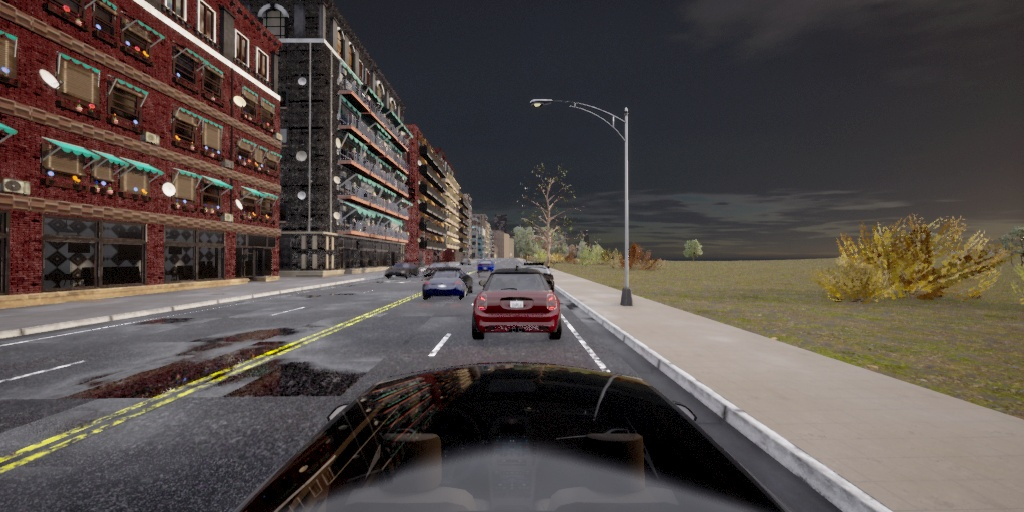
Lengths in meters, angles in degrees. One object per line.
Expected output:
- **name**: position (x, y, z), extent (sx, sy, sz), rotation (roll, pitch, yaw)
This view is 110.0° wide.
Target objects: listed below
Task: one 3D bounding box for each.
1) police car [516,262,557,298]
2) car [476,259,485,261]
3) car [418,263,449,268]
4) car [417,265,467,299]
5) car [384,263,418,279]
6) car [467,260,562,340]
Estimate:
- **police car**: position (1.177, 1.177, 19.666), extent (1.930, 1.638, 5.238), rotation (0, 0, 0)
- **car**: position (-3.054, 1.229, 43.380), extent (1.882, 1.535, 5.008), rotation (0, 0, 0)
- **car**: position (-6.532, 1.299, 32.306), extent (2.033, 1.411, 5.357), rotation (0, 0, 0)
- **car**: position (-3.114, 1.316, 18.005), extent (1.994, 1.385, 4.181), rotation (0, 0, 0)
- **car**: position (-9.781, 1.299, 32.360), extent (2.033, 1.411, 5.357), rotation (0, 0, 0)
- **car**: position (0.114, 1.103, 10.170), extent (2.097, 1.767, 4.553), rotation (0, 0, 0)
